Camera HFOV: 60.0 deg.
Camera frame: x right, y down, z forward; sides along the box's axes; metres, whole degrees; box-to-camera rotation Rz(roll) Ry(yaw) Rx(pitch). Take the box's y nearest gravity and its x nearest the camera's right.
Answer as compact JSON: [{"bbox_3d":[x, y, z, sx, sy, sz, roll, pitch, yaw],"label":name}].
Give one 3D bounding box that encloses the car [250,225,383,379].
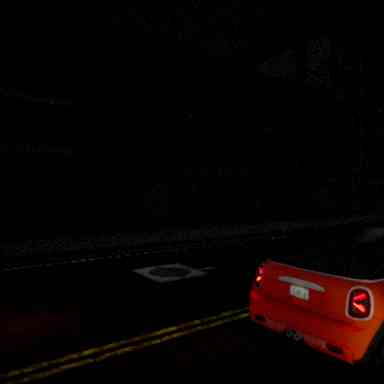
[{"bbox_3d":[3.175,1.370,5.710,4.553,1.767,2.097,0,0,-35],"label":"car"}]
